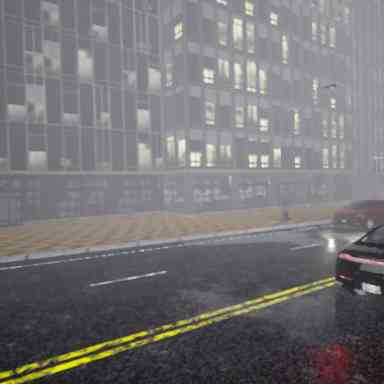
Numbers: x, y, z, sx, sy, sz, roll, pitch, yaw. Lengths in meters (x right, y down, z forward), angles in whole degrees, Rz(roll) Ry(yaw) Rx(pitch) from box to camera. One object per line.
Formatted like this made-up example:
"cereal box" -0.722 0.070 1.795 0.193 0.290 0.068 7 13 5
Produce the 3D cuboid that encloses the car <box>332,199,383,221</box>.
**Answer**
"car" 9.910 1.182 18.751 5.008 1.535 1.882 -1 1 -35

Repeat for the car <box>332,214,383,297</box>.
"car" 4.988 1.368 7.006 4.902 1.511 2.128 -1 1 -36
